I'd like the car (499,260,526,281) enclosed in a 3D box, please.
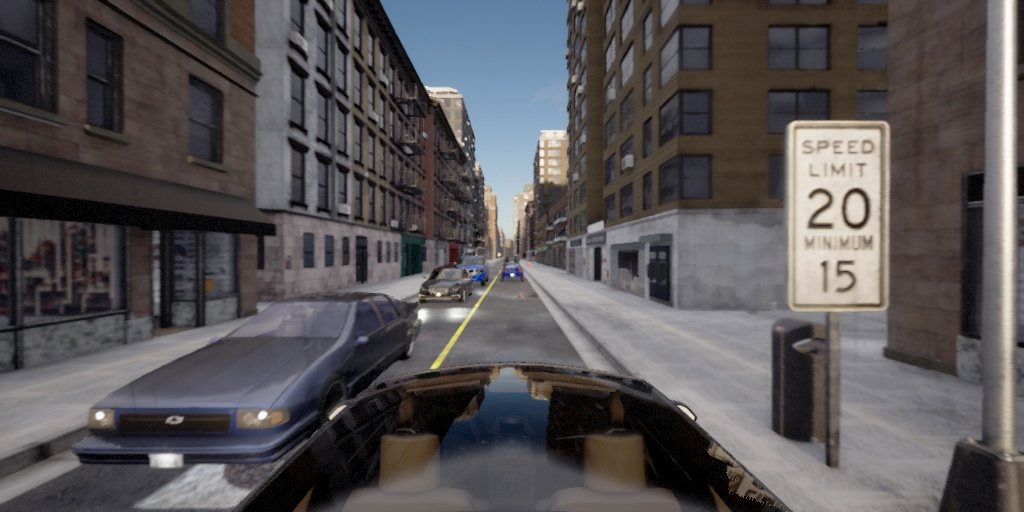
[{"bbox_3d":[0.027,1.270,29.441,1.812,1.442,4.674,0,0,0],"label":"car"}]

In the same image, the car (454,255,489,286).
[{"bbox_3d":[-2.816,0.966,25.509,2.150,2.045,5.566,0,0,0],"label":"car"}]

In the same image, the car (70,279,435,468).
[{"bbox_3d":[-2.853,1.301,5.618,2.033,1.411,5.357,0,0,0],"label":"car"}]

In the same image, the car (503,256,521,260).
[{"bbox_3d":[-0.029,0.956,47.735,2.150,2.045,5.566,0,0,0],"label":"car"}]

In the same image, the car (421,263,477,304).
[{"bbox_3d":[-2.876,1.257,16.419,1.837,1.490,4.892,0,0,0],"label":"car"}]
